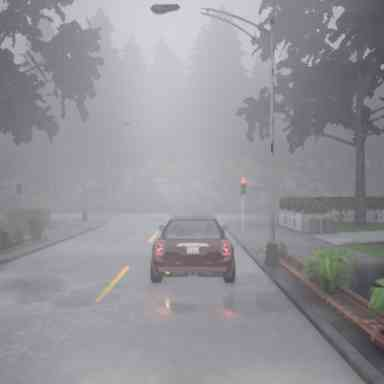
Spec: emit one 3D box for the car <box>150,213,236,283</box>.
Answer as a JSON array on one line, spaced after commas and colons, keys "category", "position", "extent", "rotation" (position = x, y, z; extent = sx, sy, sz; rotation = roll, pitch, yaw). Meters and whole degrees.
[{"category": "car", "position": [0.035, 1.392, 9.945], "extent": [2.097, 1.767, 4.553], "rotation": [0, 0, 0]}]
